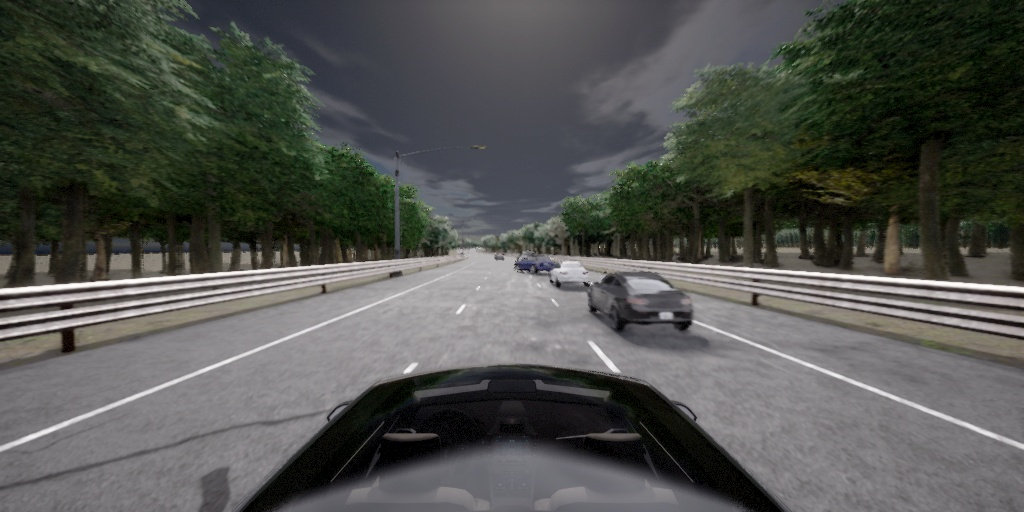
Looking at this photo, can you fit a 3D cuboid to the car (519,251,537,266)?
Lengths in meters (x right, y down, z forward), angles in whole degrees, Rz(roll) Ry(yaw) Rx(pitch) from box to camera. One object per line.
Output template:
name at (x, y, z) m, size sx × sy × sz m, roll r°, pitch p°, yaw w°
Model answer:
car at (2.396, 0.338, 54.746) m, size 2.150 × 2.045 × 5.566 m, roll 0°, pitch 1°, yaw -2°

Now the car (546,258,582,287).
car at (3.361, 1.022, 21.497) m, size 1.812 × 1.442 × 4.674 m, roll 0°, pitch 1°, yaw -1°

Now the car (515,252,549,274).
car at (2.057, 0.703, 33.973) m, size 2.097 × 1.767 × 4.553 m, roll -1°, pitch 1°, yaw -27°

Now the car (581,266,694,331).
car at (3.480, 1.159, 10.418) m, size 1.812 × 1.442 × 4.674 m, roll 0°, pitch 1°, yaw 0°
